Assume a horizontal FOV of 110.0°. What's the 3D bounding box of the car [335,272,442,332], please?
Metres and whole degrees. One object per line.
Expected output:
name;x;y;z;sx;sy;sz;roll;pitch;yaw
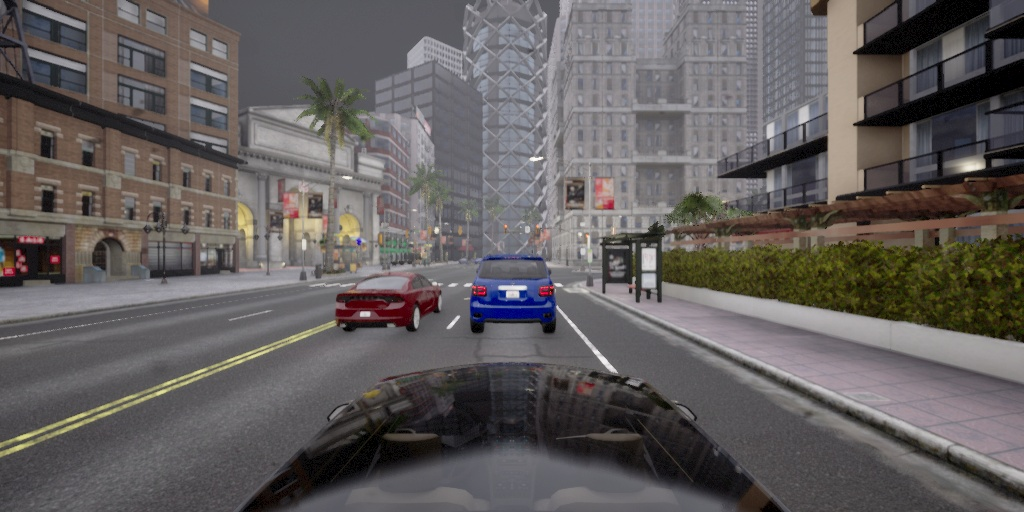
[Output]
car;-3.443;1.221;10.932;1.882;1.535;5.008;0;0;0

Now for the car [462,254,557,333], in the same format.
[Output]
car;0.052;0.965;10.823;2.150;2.045;5.566;0;0;1
